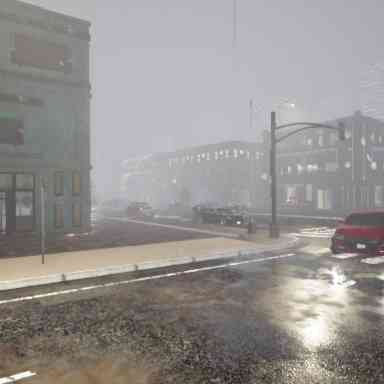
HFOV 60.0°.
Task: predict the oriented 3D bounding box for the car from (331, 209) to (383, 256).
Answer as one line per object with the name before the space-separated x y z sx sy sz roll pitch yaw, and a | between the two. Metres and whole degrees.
car | 6.851 1.476 12.817 1.882 1.535 5.008 2 1 34

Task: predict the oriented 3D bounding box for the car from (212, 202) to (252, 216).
car | 4.341 1.809 36.953 2.008 1.369 4.403 -2 0 -35

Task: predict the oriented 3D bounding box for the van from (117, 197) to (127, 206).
van | -11.361 1.906 59.747 1.690 1.788 3.998 -1 0 -35

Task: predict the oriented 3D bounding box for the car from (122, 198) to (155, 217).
car | -5.702 1.846 36.757 1.967 1.590 4.097 -1 0 -35

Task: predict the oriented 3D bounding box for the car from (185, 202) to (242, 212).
car | 1.874 1.763 30.347 2.128 1.511 4.902 -1 0 -34

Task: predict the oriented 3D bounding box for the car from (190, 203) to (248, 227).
car | 2.071 1.814 25.260 1.947 1.339 4.313 -1 0 -35

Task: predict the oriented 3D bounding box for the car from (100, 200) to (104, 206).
car | -17.635 2.227 68.864 1.887 1.381 4.507 -1 0 -35

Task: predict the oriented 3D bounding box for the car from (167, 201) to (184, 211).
car | -1.937 1.965 46.071 1.802 1.307 4.206 -1 0 -35

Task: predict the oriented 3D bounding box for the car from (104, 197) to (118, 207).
car | -14.501 1.939 64.305 2.192 1.841 5.009 -1 0 -35
